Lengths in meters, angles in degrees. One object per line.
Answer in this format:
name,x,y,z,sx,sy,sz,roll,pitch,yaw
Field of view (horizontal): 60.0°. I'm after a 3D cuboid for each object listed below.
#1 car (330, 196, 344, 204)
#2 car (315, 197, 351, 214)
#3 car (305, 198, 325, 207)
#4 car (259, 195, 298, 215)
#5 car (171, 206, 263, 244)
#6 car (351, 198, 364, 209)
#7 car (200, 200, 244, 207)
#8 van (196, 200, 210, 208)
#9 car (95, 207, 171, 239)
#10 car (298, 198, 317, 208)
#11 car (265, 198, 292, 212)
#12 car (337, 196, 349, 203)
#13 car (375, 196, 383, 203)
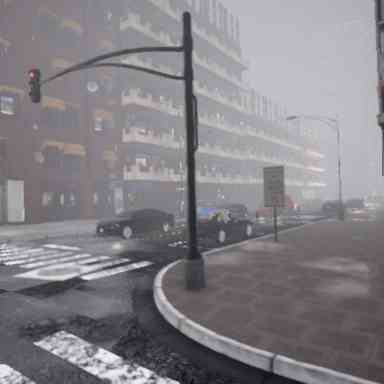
car,30.492,1.657,69.772,1.752,1.417,4.829,-2,-1,36
car,14.297,1.499,33.619,1.947,1.339,4.313,-2,-1,36
car,20.862,1.722,56.320,1.947,1.339,4.313,-2,-1,36
car,9.051,1.339,35.598,2.150,2.045,5.566,-2,-1,36
car,1.326,1.533,15.501,2.008,1.369,4.403,-2,-1,36
car,20.783,1.477,42.678,1.947,1.339,4.313,-2,-1,36
car,2.966,1.644,27.090,1.837,1.490,4.892,-2,-1,35
van,1.400,1.562,29.147,1.690,1.788,3.998,-2,-1,36
car,-3.084,1.642,18.643,1.882,1.535,5.008,-2,-1,36
car,17.520,1.691,51.653,1.752,1.417,4.829,-2,-1,36
car,11.131,1.627,42.734,1.967,1.590,4.097,-2,-1,36
car,33.835,1.707,74.439,1.802,1.307,4.206,-2,-1,36
car,36.998,1.449,65.327,1.802,1.307,4.206,-2,-1,36
